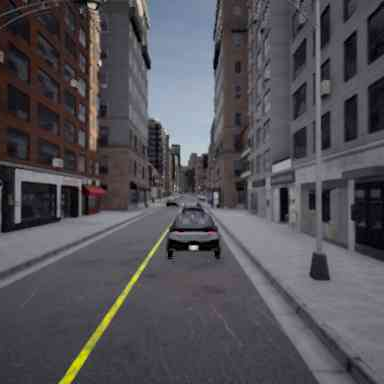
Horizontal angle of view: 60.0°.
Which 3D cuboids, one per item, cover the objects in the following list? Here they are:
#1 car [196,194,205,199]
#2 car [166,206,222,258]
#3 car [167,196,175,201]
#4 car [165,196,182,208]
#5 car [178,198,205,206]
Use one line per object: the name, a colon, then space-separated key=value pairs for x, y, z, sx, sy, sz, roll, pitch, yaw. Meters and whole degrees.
car: x=2.711 y=1.899 z=93.482 sx=1.887 sy=1.381 sz=4.507 roll=1 pitch=0 yaw=0
car: x=0.070 y=1.519 z=12.786 sx=2.128 sy=1.511 sz=4.902 roll=0 pitch=0 yaw=0
car: x=-5.834 y=1.937 z=93.493 sx=1.802 sy=1.307 sz=4.206 roll=1 pitch=0 yaw=0
car: x=-3.050 y=1.759 z=51.739 sx=1.895 sy=1.301 sz=4.718 roll=0 pitch=0 yaw=0
car: x=0.077 y=1.575 z=28.078 sx=1.837 sy=1.490 sz=4.892 roll=0 pitch=0 yaw=0
